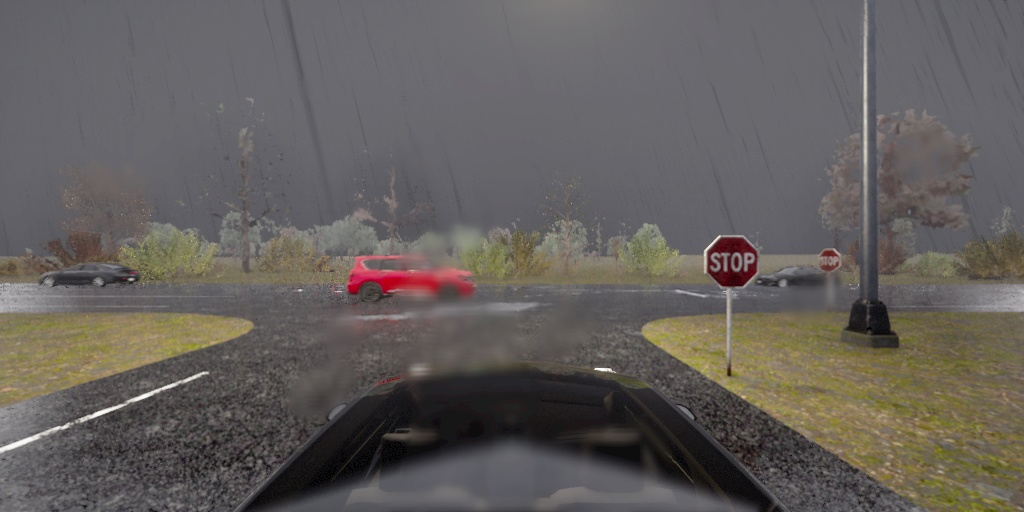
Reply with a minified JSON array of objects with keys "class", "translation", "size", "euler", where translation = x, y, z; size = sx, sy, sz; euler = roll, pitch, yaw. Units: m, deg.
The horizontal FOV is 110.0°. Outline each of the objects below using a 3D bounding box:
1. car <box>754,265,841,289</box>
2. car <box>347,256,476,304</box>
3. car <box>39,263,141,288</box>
[{"class":"car","translation":[18.818,1.397,23.736],"size":[5.008,1.535,1.882],"euler":[-1,0,-2]},{"class":"car","translation":[-4.413,1.010,16.084],"size":[5.566,2.045,2.150],"euler":[0,0,-1]},{"class":"car","translation":[-26.313,1.209,22.435],"size":[4.892,1.490,1.837],"euler":[0,0,-2]}]
